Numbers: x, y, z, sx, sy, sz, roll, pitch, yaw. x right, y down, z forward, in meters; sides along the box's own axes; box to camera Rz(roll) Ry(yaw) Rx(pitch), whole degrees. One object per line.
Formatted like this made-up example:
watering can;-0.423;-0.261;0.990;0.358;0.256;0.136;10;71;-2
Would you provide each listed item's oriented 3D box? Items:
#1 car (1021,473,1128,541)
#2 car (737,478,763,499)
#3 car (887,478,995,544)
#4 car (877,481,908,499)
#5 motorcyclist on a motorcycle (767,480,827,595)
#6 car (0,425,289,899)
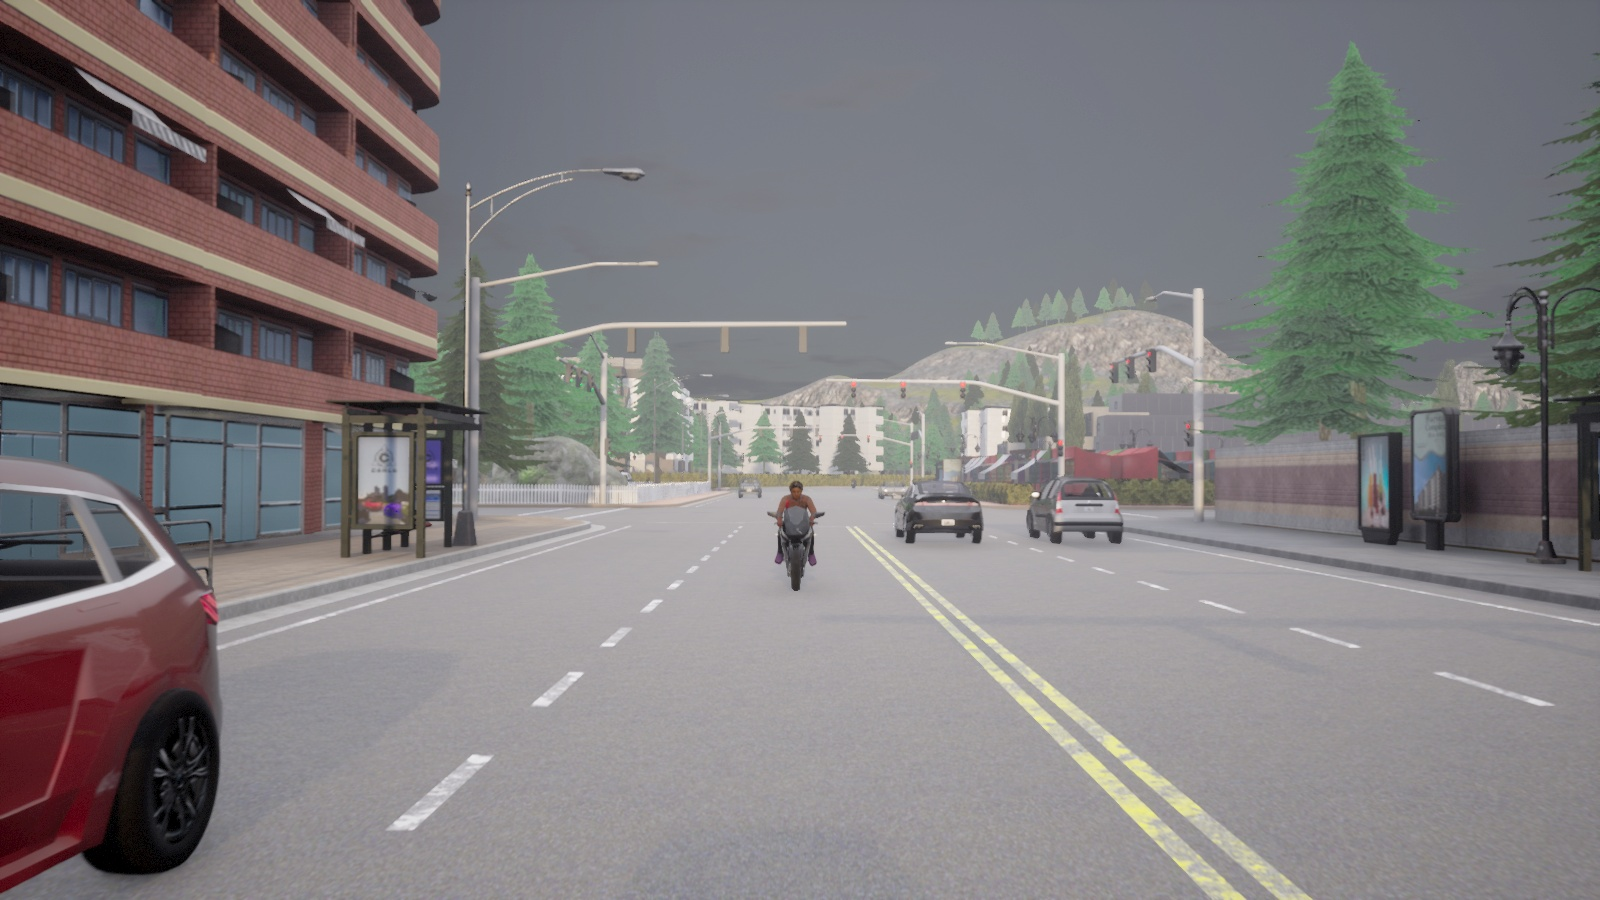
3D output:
car;6.916;1.396;32.017;1.851;1.617;3.988;0;-1;0
car;-3.744;2.893;94.694;1.789;1.549;3.705;0;-1;0
car;3.418;1.455;31.436;2.128;1.511;4.902;0;-1;0
car;6.763;2.917;92.137;1.895;1.301;4.718;0;-1;0
motorcyclist on a motorcycle;-0.046;1.196;17.799;0.797;1.523;2.044;0;-1;0
car;-3.512;0.760;3.592;2.242;1.667;4.611;0;-1;0
